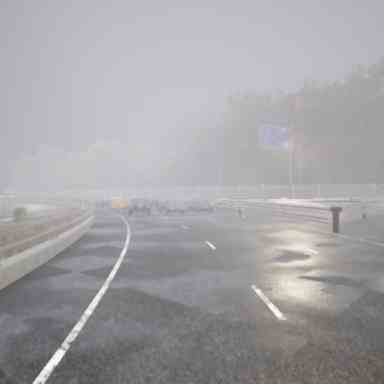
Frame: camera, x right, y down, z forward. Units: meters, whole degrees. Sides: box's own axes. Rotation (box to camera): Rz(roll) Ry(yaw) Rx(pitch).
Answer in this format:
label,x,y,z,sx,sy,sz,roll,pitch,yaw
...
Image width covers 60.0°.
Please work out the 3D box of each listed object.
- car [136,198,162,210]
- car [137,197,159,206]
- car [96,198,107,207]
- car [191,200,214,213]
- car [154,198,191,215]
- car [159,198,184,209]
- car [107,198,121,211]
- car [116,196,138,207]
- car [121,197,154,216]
label,x,y,z,sx,sy,sz,roll,pitch,yaw
car,-5.626,1.505,43.182,1.837,1.490,4.892,0,0,-26
car,-7.267,1.527,54.440,1.812,1.442,4.674,0,0,-31
car,-13.409,1.573,51.082,1.812,1.442,4.674,0,0,-31
car,0.797,1.525,36.393,1.994,1.385,4.181,0,0,-19
car,-2.143,1.531,34.137,2.033,1.411,5.357,0,0,-19
car,-2.828,1.542,45.517,1.994,1.385,4.181,0,0,-26
car,-8.815,1.502,41.736,1.882,1.535,5.008,0,0,-26
car,-10.361,1.502,52.798,1.882,1.535,5.008,0,0,-31
car,-5.536,1.361,33.262,2.097,1.767,4.553,0,0,-19
